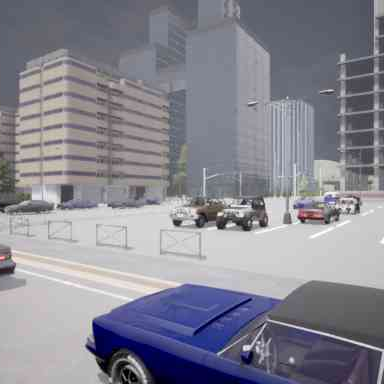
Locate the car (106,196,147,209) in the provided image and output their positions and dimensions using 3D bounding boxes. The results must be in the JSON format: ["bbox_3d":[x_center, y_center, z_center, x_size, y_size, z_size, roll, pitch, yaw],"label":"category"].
[{"bbox_3d":[-8.900,1.547,44.668,2.033,1.411,5.357,0,0,34],"label":"car"}]

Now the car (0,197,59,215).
[{"bbox_3d":[-16.312,1.526,33.593,1.812,1.442,4.674,0,0,34],"label":"car"}]

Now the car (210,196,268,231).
[{"bbox_3d":[3.012,1.156,19.279,1.905,1.878,3.866,0,0,34],"label":"car"}]

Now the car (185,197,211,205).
[{"bbox_3d":[1.110,1.547,59.426,2.033,1.411,5.357,0,0,34],"label":"car"}]

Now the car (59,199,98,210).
[{"bbox_3d":[-14.549,1.547,42.539,2.033,1.411,5.357,0,0,34],"label":"car"}]

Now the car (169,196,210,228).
[{"bbox_3d":[0.645,1.153,20.945,1.932,1.855,4.605,0,0,34],"label":"car"}]

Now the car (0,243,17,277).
[{"bbox_3d":[-6.724,1.547,8.707,5.357,1.411,2.033,0,0,35],"label":"car"}]

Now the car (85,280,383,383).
[{"bbox_3d":[1.120,1.601,3.191,4.718,1.301,1.895,0,0,35],"label":"car"}]

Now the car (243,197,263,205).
[{"bbox_3d":[11.358,1.601,61.948,1.895,1.301,4.718,0,0,35],"label":"car"}]

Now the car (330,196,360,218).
[{"bbox_3d":[15.038,1.395,32.232,1.970,1.475,3.806,0,0,34],"label":"car"}]

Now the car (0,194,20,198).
[{"bbox_3d":[-20.259,1.222,34.031,2.150,2.045,5.566,0,0,34],"label":"car"}]

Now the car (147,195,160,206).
[{"bbox_3d":[-7.255,1.353,53.368,2.097,1.767,4.553,0,0,34],"label":"car"}]
